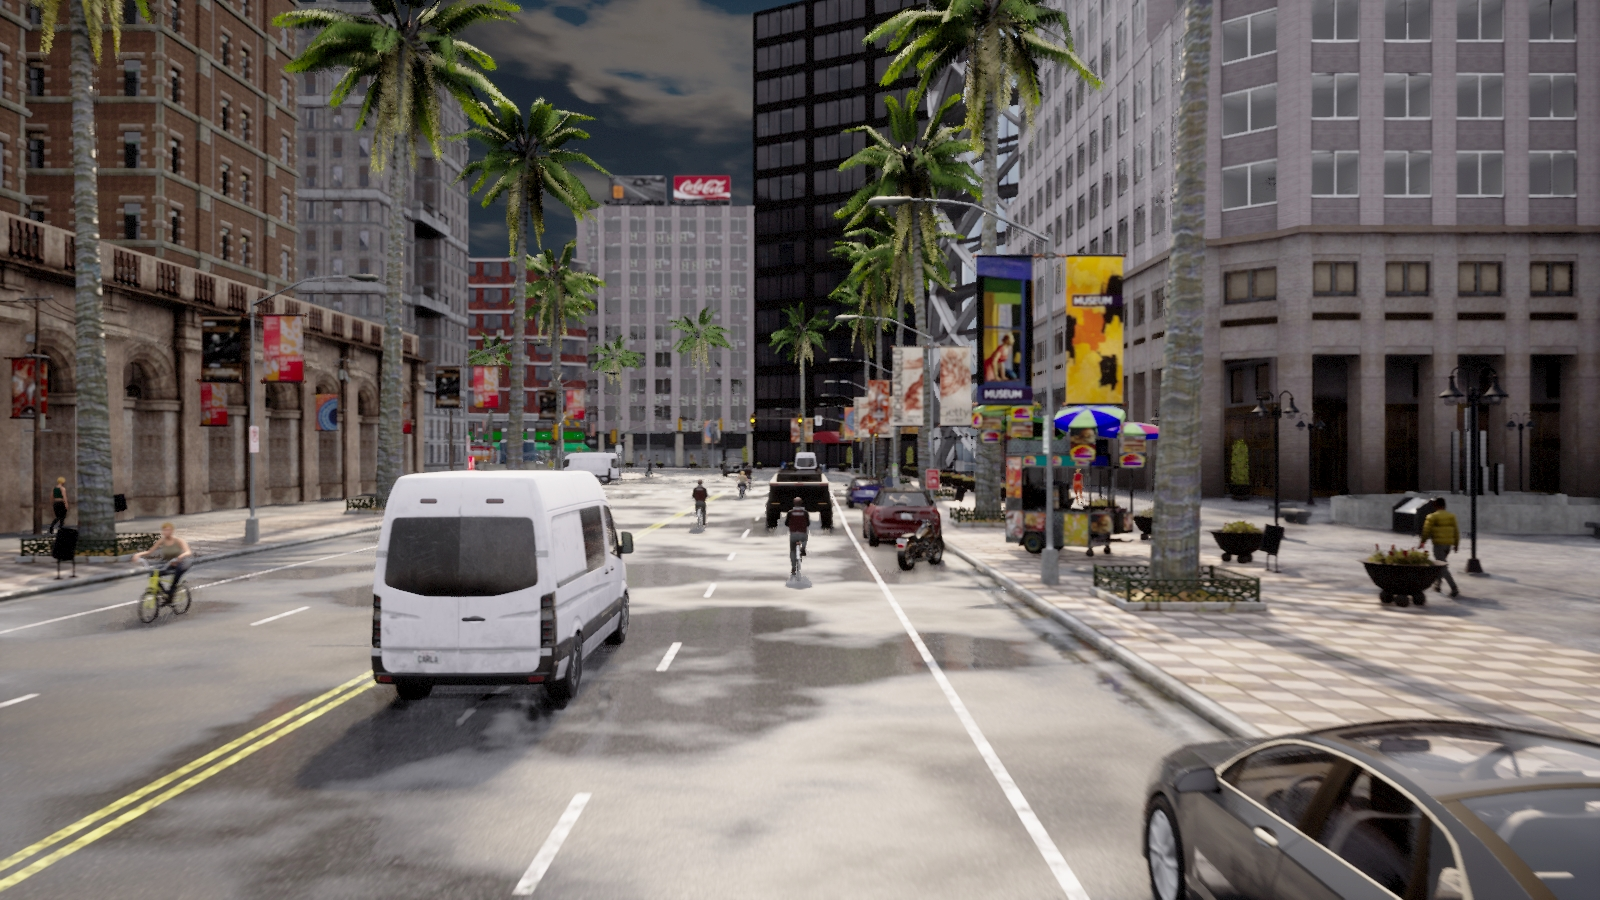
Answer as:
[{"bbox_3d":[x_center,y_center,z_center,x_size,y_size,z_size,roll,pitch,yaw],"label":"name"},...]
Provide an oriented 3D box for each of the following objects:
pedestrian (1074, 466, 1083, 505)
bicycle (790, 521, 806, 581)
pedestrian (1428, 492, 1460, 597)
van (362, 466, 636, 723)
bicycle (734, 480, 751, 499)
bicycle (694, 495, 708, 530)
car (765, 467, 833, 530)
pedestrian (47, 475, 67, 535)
[{"bbox_3d":[13.382,1.708,54.902,0.375,1.860,0.375,0,0,-2],"label":"pedestrian"},{"bbox_3d":[-0.050,2.210,25.267,0.329,1.171,1.835,0,0,0],"label":"bicycle"},{"bbox_3d":[11.655,1.698,20.685,0.375,1.860,0.375,0,0,0],"label":"pedestrian"},{"bbox_3d":[-3.526,1.534,14.726,1.988,2.561,5.915,0,0,0],"label":"van"},{"bbox_3d":[-3.296,2.256,65.480,0.859,1.080,1.487,0,0,0],"label":"bicycle"},{"bbox_3d":[-3.535,2.210,40.680,0.329,1.171,1.835,0,0,0],"label":"bicycle"},{"bbox_3d":[-0.008,1.753,43.415,2.390,2.098,6.274,0,0,0],"label":"car"},{"bbox_3d":[-23.122,1.699,35.552,0.375,1.860,0.375,0,0,4],"label":"pedestrian"}]
